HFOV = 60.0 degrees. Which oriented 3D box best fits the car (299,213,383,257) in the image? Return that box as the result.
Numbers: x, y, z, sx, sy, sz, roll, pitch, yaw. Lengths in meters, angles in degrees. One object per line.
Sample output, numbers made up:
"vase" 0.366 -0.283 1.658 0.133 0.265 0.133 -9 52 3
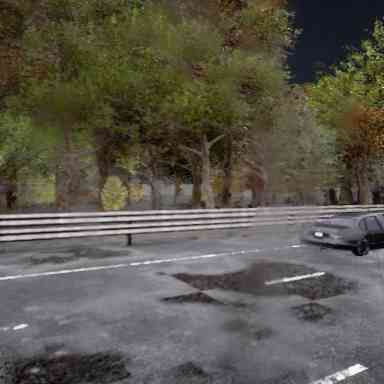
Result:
"car" 6.588 1.532 12.841 5.357 1.411 2.033 0 0 -30
